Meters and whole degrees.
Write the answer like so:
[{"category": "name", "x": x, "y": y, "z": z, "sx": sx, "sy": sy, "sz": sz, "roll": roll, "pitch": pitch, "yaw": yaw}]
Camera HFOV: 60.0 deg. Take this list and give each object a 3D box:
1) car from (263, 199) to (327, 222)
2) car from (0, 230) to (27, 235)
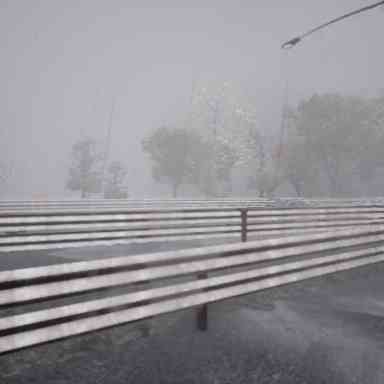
[{"category": "car", "x": 7.222, "y": 1.247, "z": 23.178, "sx": 4.902, "sy": 1.511, "sz": 2.128, "roll": 0, "pitch": 0, "yaw": -25}, {"category": "car", "x": -8.643, "y": 1.193, "z": 11.771, "sx": 5.008, "sy": 1.535, "sz": 1.882, "roll": 0, "pitch": 0, "yaw": -26}]
